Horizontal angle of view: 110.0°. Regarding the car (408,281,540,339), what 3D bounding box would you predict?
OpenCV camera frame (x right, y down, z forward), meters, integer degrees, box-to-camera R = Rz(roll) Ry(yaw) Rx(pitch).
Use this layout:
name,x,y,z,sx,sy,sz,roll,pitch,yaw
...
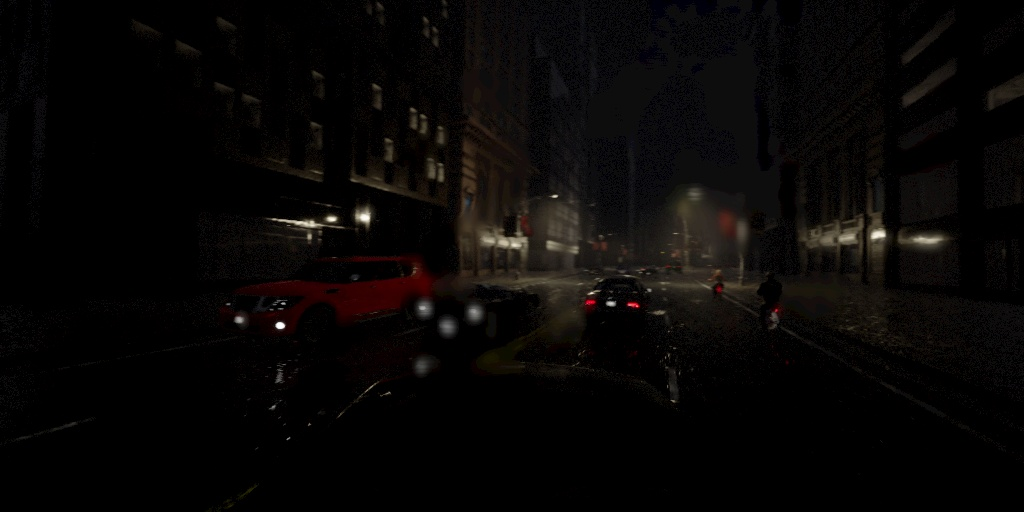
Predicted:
name,x,y,z,sx,sy,sz,roll,pitch,yaw
car,-0.729,1.447,10.742,1.895,1.301,4.718,0,-1,23

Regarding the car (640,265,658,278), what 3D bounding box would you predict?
name,x,y,z,sx,sy,sz,roll,pitch,yaw
car,17.155,1.890,44.845,2.128,1.511,4.902,0,0,23

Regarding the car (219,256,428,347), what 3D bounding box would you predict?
name,x,y,z,sx,sy,sz,roll,pitch,yaw
car,-4.570,1.008,9.960,2.150,2.045,5.566,0,-1,23

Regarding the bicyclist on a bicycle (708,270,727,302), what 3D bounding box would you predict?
name,x,y,z,sx,sy,sz,roll,pitch,yaw
bicyclist on a bicycle,10.506,1.513,18.304,0.866,1.612,1.509,0,-1,23

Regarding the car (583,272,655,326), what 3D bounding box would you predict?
name,x,y,z,sx,sy,sz,roll,pitch,yaw
car,3.839,1.477,12.749,2.033,1.411,5.357,0,-1,23

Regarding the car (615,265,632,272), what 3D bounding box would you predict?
name,x,y,z,sx,sy,sz,roll,pitch,yaw
car,15.577,1.945,49.979,1.812,1.442,4.674,0,-1,23

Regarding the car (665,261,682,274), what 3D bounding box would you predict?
name,x,y,z,sx,sy,sz,roll,pitch,yaw
car,25.885,1.815,57.411,2.150,2.045,5.566,0,-1,23

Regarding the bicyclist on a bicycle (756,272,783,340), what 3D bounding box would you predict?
name,x,y,z,sx,sy,sz,roll,pitch,yaw
bicyclist on a bicycle,6.992,1.308,9.789,0.659,1.776,1.843,0,-1,23

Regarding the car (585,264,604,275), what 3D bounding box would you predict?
name,x,y,z,sx,sy,sz,roll,pitch,yaw
car,11.011,1.825,47.486,1.882,1.535,5.008,0,0,23
